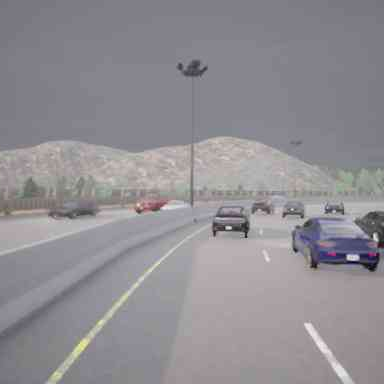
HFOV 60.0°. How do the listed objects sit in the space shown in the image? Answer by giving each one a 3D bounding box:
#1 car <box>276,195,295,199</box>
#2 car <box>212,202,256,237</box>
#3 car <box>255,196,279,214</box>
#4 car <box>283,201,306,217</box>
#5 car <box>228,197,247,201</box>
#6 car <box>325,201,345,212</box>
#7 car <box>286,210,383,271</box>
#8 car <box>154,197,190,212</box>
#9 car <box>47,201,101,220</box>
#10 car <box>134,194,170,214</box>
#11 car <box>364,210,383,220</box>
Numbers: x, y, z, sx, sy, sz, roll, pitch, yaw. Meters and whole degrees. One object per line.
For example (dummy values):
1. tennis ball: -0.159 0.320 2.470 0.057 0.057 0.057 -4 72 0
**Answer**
1. car: 19.450 1.546 67.040 2.033 1.411 5.357 0 0 41
2. car: 2.254 1.502 18.306 2.128 1.511 4.902 0 0 12
3. car: 7.687 1.540 35.569 1.837 1.490 4.892 0 0 23
4. car: 9.633 1.590 31.256 2.033 1.411 5.357 0 0 21
5. car: 8.869 1.641 65.408 1.895 1.301 4.718 0 0 38
6. car: 15.664 1.670 36.368 1.895 1.301 4.718 0 0 25
7. car: 4.509 1.546 10.994 1.812 1.442 4.674 0 0 7
8. car: -1.552 1.521 31.527 1.812 1.442 4.674 0 0 19
9. car: -9.905 1.506 28.393 2.033 1.411 5.357 0 0 16
10. car: -3.983 1.206 35.179 2.150 2.045 5.566 0 0 21
11. car: 8.668 1.543 14.810 1.837 1.490 4.892 0 0 10
